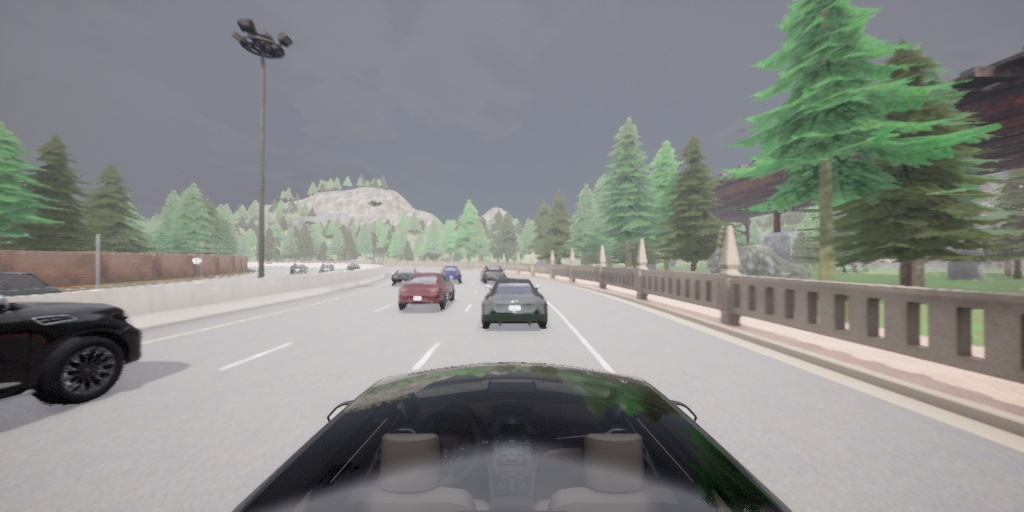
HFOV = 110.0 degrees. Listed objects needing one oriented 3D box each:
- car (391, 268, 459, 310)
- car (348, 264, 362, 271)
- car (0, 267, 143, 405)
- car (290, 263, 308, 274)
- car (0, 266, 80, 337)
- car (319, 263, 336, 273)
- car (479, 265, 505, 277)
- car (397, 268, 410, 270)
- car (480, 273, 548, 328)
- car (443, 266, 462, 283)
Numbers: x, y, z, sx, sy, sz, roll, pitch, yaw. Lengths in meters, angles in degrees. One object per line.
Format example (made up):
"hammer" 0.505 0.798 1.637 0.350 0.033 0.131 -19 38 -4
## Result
"car" -3.591 1.418 15.541 1.812 1.442 4.674 0 -1 -3
"car" -23.241 1.882 52.883 2.033 1.411 5.357 0 -1 -25
"car" -6.899 0.988 3.224 2.150 2.045 5.566 0 -1 0
"car" -29.567 1.770 49.886 2.128 1.511 4.902 0 -1 -25
"car" -14.149 1.175 8.595 2.097 1.767 4.553 0 -1 -1
"car" -26.404 1.792 51.385 2.128 1.511 4.902 0 -1 -25
"car" -1.710 1.539 30.671 2.128 1.511 4.902 0 -1 -10
"car" -8.504 1.634 29.179 1.895 1.301 4.718 0 -1 -10
"car" 0.050 1.418 11.887 1.994 1.385 4.181 0 -1 -1
"car" -5.463 1.585 31.735 1.812 1.442 4.674 0 -1 -11
